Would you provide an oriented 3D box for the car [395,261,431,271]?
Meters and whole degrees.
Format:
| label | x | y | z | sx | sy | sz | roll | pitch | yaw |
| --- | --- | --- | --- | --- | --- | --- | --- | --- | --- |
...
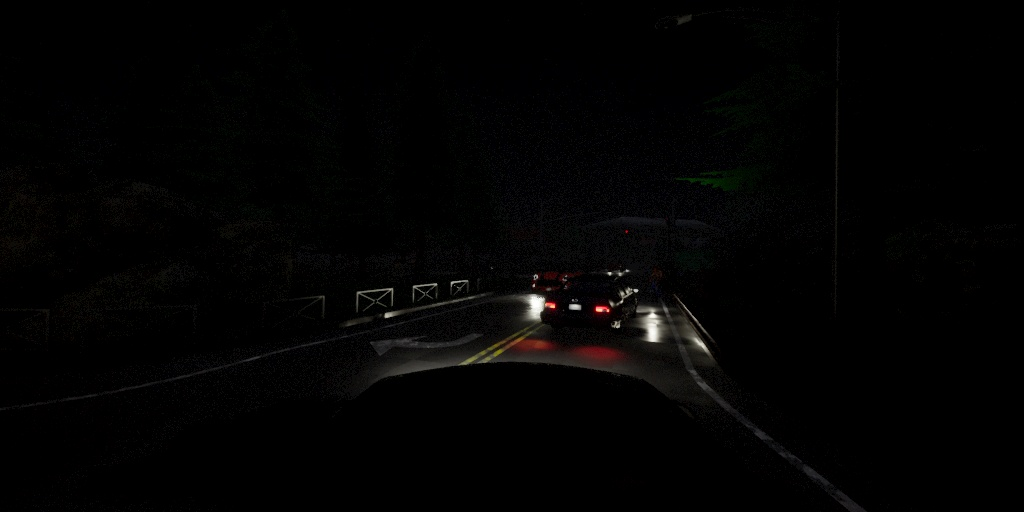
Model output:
| label | x | y | z | sx | sy | sz | roll | pitch | yaw |
| --- | --- | --- | --- | --- | --- | --- | --- | --- | --- |
| car | -13.341 | 1.437 | 48.303 | 5.008 | 1.535 | 1.882 | 1 | -1 | 21 |

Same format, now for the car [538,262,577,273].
| label | x | y | z | sx | sy | sz | roll | pitch | yaw |
| --- | --- | --- | --- | --- | --- | --- | --- | --- | --- |
| car | 2.641 | 1.149 | 20.314 | 2.097 | 1.767 | 4.553 | 1 | -1 | 20 |

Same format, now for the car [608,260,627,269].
| label | x | y | z | sx | sy | sz | roll | pitch | yaw |
| --- | --- | --- | --- | --- | --- | --- | --- | --- | --- |
| car | 17.398 | 1.658 | 59.750 | 2.150 | 2.045 | 5.566 | 1 | -1 | 21 |

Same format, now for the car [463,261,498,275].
| label | x | y | z | sx | sy | sz | roll | pitch | yaw |
| --- | --- | --- | --- | --- | --- | --- | --- | --- | --- |
| car | -4.003 | 1.437 | 44.754 | 4.553 | 1.767 | 2.097 | 1 | -1 | 21 |

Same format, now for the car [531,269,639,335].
| label | x | y | z | sx | sy | sz | roll | pitch | yaw |
| --- | --- | --- | --- | --- | --- | --- | --- | --- | --- |
| car | 2.482 | 1.244 | 10.382 | 2.033 | 1.411 | 5.357 | 1 | -1 | 25 |

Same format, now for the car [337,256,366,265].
| label | x | y | z | sx | sy | sz | roll | pitch | yaw |
| --- | --- | --- | --- | --- | --- | --- | --- | --- | --- |
| car | -22.938 | 1.054 | 52.254 | 5.566 | 2.045 | 2.150 | 1 | -1 | 25 |

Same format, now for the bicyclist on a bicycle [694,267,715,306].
| label | x | y | z | sx | sy | sz | roll | pitch | yaw |
| --- | --- | --- | --- | --- | --- | --- | --- | --- | --- |
| bicyclist on a bicycle | 8.137 | 1.296 | 15.106 | 1.656 | 1.620 | 0.582 | 1 | 0 | -33 |

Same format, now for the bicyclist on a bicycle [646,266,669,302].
| label | x | y | z | sx | sy | sz | roll | pitch | yaw |
| --- | --- | --- | --- | --- | --- | --- | --- | --- | --- |
| bicyclist on a bicycle | 6.717 | 1.282 | 16.514 | 1.656 | 1.620 | 0.582 | 1 | 0 | -30 |
